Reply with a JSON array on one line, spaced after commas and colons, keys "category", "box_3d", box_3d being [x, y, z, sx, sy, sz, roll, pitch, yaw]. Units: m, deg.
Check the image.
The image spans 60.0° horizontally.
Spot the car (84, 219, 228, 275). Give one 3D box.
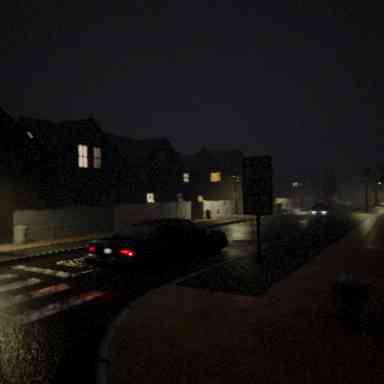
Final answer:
[{"category": "car", "box_3d": [-0.799, 1.549, 10.538, 2.033, 1.411, 5.357, -2, -1, 32]}]

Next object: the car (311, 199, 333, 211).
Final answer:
[{"category": "car", "box_3d": [17.189, 1.673, 43.783, 2.033, 1.411, 5.357, -2, -1, 33]}]

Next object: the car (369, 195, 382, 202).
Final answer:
[{"category": "car", "box_3d": [45.790, 1.637, 83.413, 2.097, 1.767, 4.553, -2, -1, 33]}]
